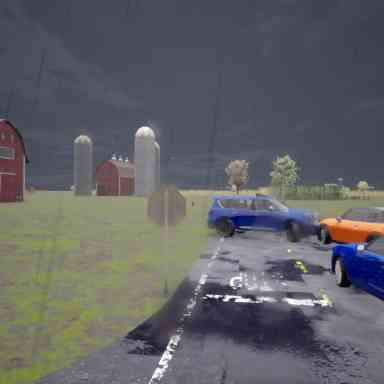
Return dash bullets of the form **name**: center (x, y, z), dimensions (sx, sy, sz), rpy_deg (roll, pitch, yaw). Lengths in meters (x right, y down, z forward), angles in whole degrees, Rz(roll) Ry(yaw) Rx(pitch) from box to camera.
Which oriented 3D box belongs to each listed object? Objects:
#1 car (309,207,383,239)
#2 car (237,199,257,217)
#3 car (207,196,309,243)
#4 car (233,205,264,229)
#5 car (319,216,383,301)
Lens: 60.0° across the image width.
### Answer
- **car**: center (6.886, 1.365, 12.987), dimensions (2.097, 1.767, 4.553), rpy_deg (0, 0, -11)
- **car**: center (5.453, 1.502, 33.022), dimensions (1.837, 1.490, 4.892), rpy_deg (0, 0, 9)
- **car**: center (3.461, 1.218, 16.430), dimensions (5.566, 2.045, 2.150), rpy_deg (0, 0, 30)
- **car**: center (3.818, 1.601, 22.711), dimensions (1.895, 1.301, 4.718), rpy_deg (0, 0, 9)
- **car**: center (4.470, 1.480, 6.311), dimensions (1.882, 1.535, 5.008), rpy_deg (0, 0, -3)
